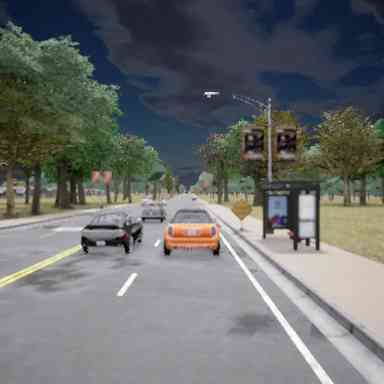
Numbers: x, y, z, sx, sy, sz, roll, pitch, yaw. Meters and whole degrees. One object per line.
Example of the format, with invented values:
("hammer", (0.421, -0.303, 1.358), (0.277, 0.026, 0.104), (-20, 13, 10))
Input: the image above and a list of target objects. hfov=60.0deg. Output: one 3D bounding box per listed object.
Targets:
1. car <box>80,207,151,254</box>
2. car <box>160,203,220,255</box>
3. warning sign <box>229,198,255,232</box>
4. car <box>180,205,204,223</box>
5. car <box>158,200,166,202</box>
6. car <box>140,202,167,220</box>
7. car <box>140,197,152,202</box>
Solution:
("car", (-3.248, 1.634, 14.274), (2.128, 1.511, 4.902), (0, 0, 0))
("car", (-0.002, 1.489, 14.039), (2.097, 1.767, 4.553), (0, -1, 0))
("warning sign", (2.854, 1.305, 19.054), (1.300, 1.860, 1.060), (0, 0, 0))
("car", (-0.003, 1.896, 29.080), (1.895, 1.301, 4.718), (0, -1, 0))
("car", (-6.512, 2.366, 70.941), (1.895, 1.301, 4.718), (0, -1, 0))
("car", (-3.254, 1.842, 28.963), (2.033, 1.411, 5.357), (0, -1, 0))
("car", (-9.762, 1.996, 70.946), (2.150, 2.045, 5.566), (0, -1, 0))
